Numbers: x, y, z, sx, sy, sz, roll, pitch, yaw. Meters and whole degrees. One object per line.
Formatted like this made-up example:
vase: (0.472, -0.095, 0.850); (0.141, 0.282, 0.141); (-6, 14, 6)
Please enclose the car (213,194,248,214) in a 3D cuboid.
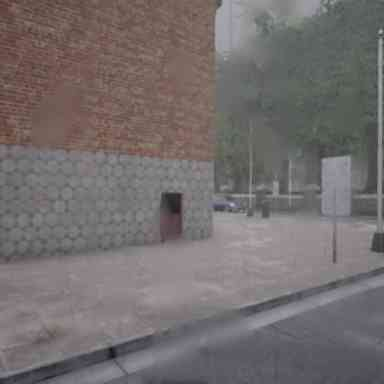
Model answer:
car: (3.127, 1.120, 31.383); (2.097, 1.767, 4.553); (1, 0, -36)
